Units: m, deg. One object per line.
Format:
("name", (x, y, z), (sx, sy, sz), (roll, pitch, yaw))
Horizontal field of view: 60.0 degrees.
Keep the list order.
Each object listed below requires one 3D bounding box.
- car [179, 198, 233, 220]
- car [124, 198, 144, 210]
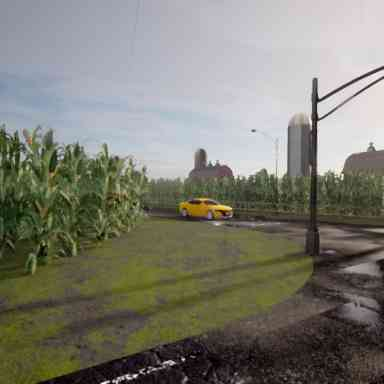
("car", (1.023, 1.278, 26.021), (1.882, 1.535, 5.008), (2, 0, -38))
("car", (-7.091, 1.297, 36.419), (1.895, 1.301, 4.718), (2, 0, -38))
